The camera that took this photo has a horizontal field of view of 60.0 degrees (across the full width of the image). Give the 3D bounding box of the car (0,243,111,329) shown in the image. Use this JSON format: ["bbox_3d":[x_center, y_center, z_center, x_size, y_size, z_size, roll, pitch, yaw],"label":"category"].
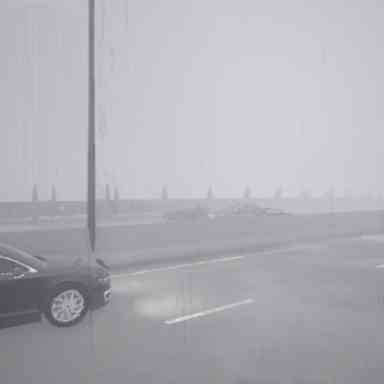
[{"bbox_3d":[-3.762,1.502,5.350,4.892,1.490,1.837,1,0,-36],"label":"car"}]

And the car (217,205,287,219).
[{"bbox_3d":[4.064,1.606,19.777,4.718,1.301,1.895,0,0,-35],"label":"car"}]

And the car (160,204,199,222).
[{"bbox_3d":[-0.022,1.605,25.461,4.718,1.301,1.895,0,0,-35],"label":"car"}]

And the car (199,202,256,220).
[{"bbox_3d":[3.254,1.497,23.496,4.902,1.511,2.128,0,0,-35],"label":"car"}]
